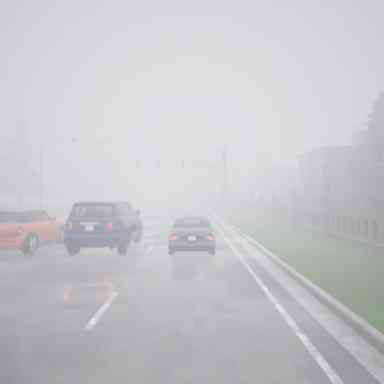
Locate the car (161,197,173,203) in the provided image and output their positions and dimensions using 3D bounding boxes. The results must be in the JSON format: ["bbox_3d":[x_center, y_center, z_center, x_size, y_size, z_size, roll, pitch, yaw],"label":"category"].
[{"bbox_3d":[-7.012,2.447,92.813,1.895,1.301,4.718,0,-1,0],"label":"car"}]

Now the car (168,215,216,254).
[{"bbox_3d":[-0.001,1.678,13.987,2.033,1.411,5.357,0,0,0],"label":"car"}]

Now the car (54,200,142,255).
[{"bbox_3d":[-3.501,1.348,14.021,2.150,2.045,5.566,0,0,0],"label":"car"}]

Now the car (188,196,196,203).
[{"bbox_3d":[-0.012,2.056,92.401,2.150,2.045,5.566,0,-1,0],"label":"car"}]

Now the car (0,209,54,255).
[{"bbox_3d":[-6.999,1.482,14.083,2.097,1.767,4.553,0,-1,0],"label":"car"}]

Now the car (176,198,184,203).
[{"bbox_3d":[-3.512,2.308,92.368,1.882,1.535,5.008,0,-1,0],"label":"car"}]

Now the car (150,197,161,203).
[{"bbox_3d":[-10.512,2.355,92.367,1.812,1.442,4.674,0,-1,0],"label":"car"}]
